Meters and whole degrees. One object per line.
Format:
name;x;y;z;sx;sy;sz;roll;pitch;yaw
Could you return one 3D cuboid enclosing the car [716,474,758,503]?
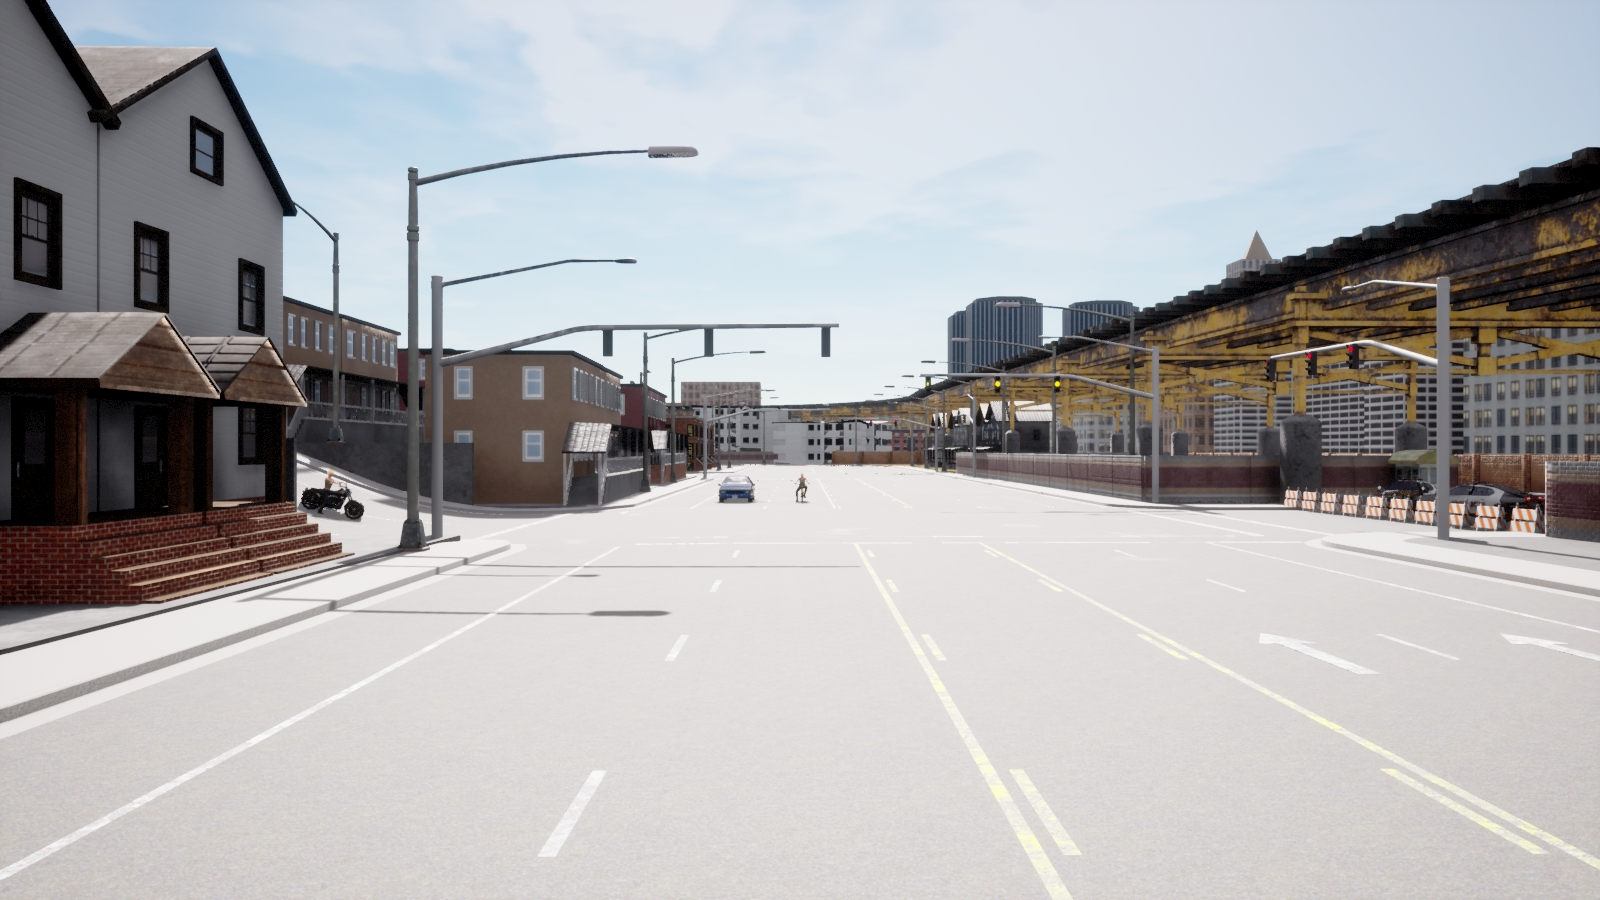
car;-3.449;2.106;63.014;2.033;1.411;5.357;0;0;0
